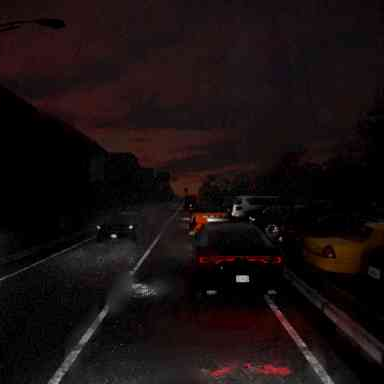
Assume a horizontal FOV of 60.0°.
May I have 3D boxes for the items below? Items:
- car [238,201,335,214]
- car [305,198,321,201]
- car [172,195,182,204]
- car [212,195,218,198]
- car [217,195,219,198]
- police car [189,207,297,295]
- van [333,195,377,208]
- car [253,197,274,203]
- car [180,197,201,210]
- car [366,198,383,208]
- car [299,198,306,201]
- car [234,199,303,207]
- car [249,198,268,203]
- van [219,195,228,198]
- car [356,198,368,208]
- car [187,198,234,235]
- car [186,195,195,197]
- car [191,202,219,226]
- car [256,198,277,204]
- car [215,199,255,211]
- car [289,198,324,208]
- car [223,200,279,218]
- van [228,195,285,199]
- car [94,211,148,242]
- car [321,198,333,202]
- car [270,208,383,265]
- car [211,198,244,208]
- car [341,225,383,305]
[{"bbox_3d":[5.534,1.509,20.056,4.892,1.521,2.231,0,0,0],"label":"car"},{"bbox_3d":[18.502,1.669,45.344,4.674,1.452,2.002,0,0,0],"label":"car"},{"bbox_3d":[-3.557,1.809,78.350,2.150,2.045,5.566,0,-1,0],"label":"car"},{"bbox_3d":[5.470,1.342,39.683,5.566,2.045,2.435,0,0,0],"label":"car"},{"bbox_3d":[5.422,1.452,36.882,4.553,1.767,2.185,0,0,0],"label":"car"},{"bbox_3d":[0.944,1.437,8.864,1.930,1.638,5.238,0,0,0],"label":"police car"},{"bbox_3d":[18.649,1.353,36.997,4.442,1.987,1.878,0,0,0],"label":"van"},{"bbox_3d":[18.374,2.137,85.330,5.008,1.535,2.097,0,-1,0],"label":"car"},{"bbox_3d":[-0.145,1.715,44.830,1.994,1.385,4.181,0,0,1],"label":"car"},{"bbox_3d":[18.387,1.541,28.638,5.366,1.575,1.946,0,0,0],"label":"car"},{"bbox_3d":[18.495,1.651,48.131,5.008,1.535,2.097,0,-1,0],"label":"car"},{"bbox_3d":[5.503,1.531,25.667,5.008,1.535,2.097,0,0,0],"label":"car"},{"bbox_3d":[18.345,2.267,91.878,4.674,1.452,2.002,0,-1,0],"label":"car"},{"bbox_3d":[5.350,1.340,34.078,4.442,1.987,1.878,0,0,0],"label":"van"},{"bbox_3d":[18.557,1.596,31.423,4.674,1.452,2.002,0,0,0],"label":"car"},{"bbox_3d":[0.905,1.388,18.745,2.097,1.767,4.553,0,0,0],"label":"car"},{"bbox_3d":[-0.233,1.555,60.292,2.150,2.045,5.566,0,-1,0],"label":"car"},{"bbox_3d":[0.881,1.566,24.783,1.837,1.490,4.892,0,0,0],"label":"car"},{"bbox_3d":[18.377,2.134,82.181,4.674,1.452,2.002,0,-1,0],"label":"car"},{"bbox_3d":[5.436,1.609,42.487,4.892,1.521,2.231,0,0,0],"label":"car"},{"bbox_3d":[18.466,1.708,53.699,5.008,1.535,2.097,0,-1,0],"label":"car"},{"bbox_3d":[5.474,1.556,31.273,4.892,1.521,2.231,0,0,0],"label":"car"},{"bbox_3d":[5.610,1.317,28.472,4.442,1.987,1.878,0,0,0],"label":"van"},{"bbox_3d":[-3.412,1.631,16.757,1.895,1.301,4.718,0,0,0],"label":"car"},{"bbox_3d":[18.490,1.468,39.776,4.553,1.767,2.185,0,0,0],"label":"car"},{"bbox_3d":[5.578,1.484,11.651,5.008,1.535,2.097,0,0,0],"label":"car"},{"bbox_3d":[5.394,1.680,50.892,4.892,1.521,2.231,0,-1,0],"label":"car"},{"bbox_3d":[5.642,1.508,6.048,4.792,1.488,2.163,0,0,0],"label":"car"}]
